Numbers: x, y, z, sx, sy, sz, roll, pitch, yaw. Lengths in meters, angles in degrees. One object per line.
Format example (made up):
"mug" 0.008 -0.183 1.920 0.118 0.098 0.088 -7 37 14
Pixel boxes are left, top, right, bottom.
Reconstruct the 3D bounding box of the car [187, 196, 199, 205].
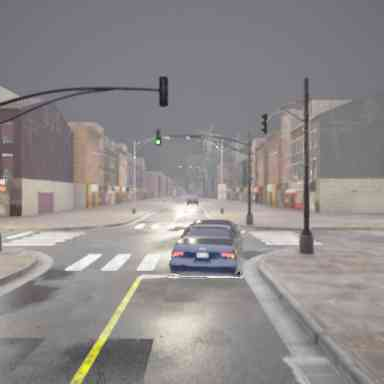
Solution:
"car" 0.107 1.497 60.310 2.097 1.767 4.553 0 0 0

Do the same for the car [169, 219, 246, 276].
"car" 0.657 1.565 10.465 2.033 1.411 5.357 0 0 9

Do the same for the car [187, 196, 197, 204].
"car" 0.008 1.652 69.969 1.882 1.535 5.008 0 0 0
